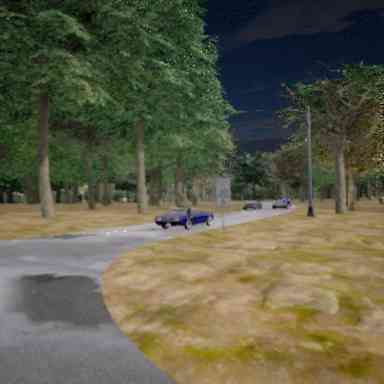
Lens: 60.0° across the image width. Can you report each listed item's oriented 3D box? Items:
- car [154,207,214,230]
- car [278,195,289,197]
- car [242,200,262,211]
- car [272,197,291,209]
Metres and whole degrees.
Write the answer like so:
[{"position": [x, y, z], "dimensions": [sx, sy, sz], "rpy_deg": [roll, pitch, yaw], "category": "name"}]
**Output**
[{"position": [-0.329, 1.618, 21.105], "dimensions": [1.895, 1.301, 4.718], "rpy_deg": [-2, -1, 28], "category": "car"}, {"position": [16.000, 1.514, 58.073], "dimensions": [2.150, 2.045, 5.566], "rpy_deg": [-2, -1, 15], "category": "car"}, {"position": [8.362, 1.834, 45.653], "dimensions": [2.033, 1.411, 5.357], "rpy_deg": [-2, -1, 22], "category": "car"}, {"position": [12.853, 1.793, 48.566], "dimensions": [1.994, 1.385, 4.181], "rpy_deg": [-2, -1, 20], "category": "car"}]
